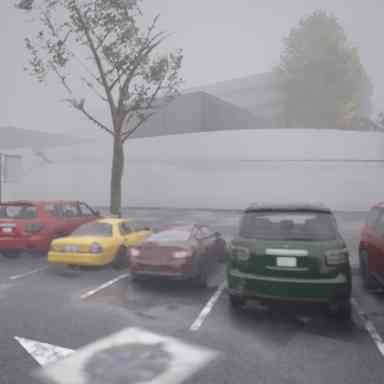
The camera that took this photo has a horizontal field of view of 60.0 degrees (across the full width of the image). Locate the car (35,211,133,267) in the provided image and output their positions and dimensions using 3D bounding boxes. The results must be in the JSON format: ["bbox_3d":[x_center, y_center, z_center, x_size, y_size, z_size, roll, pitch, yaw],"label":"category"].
[{"bbox_3d":[-2.637,1.565,11.551,1.946,1.575,5.366,-1,-1,15],"label":"car"}]

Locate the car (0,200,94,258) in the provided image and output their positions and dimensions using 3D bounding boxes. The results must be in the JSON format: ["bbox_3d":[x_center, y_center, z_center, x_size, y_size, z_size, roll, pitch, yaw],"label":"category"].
[{"bbox_3d":[-5.134,1.342,13.132,2.435,2.045,5.566,-1,-1,15],"label":"car"}]

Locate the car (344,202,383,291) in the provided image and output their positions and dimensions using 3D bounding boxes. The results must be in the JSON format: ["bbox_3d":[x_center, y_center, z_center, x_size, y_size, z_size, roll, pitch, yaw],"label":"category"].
[{"bbox_3d":[4.671,1.232,6.129,2.435,2.045,5.566,0,-1,15],"label":"car"}]

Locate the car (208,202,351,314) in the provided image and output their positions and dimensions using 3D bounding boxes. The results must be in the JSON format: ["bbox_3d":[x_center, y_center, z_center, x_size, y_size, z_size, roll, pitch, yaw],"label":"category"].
[{"bbox_3d":[2.227,1.260,7.932,2.435,2.045,5.566,-1,-1,15],"label":"car"}]

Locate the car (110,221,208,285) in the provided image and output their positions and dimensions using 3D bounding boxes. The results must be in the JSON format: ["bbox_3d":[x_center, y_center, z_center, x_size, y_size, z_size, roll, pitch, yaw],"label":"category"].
[{"bbox_3d":[-0.235,1.578,9.634,2.002,1.452,4.674,-1,-1,15],"label":"car"}]
